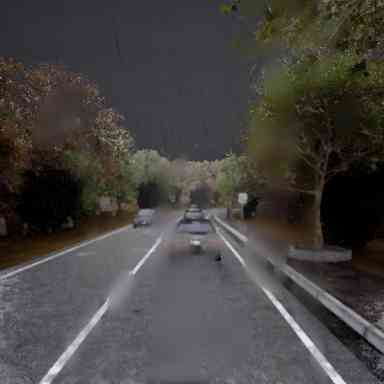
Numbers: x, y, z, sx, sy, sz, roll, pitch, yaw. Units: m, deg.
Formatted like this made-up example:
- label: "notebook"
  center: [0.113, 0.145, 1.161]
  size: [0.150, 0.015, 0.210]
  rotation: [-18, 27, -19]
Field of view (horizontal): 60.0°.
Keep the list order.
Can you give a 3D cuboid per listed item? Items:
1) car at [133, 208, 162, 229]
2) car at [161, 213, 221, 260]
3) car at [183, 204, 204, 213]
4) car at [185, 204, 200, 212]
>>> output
- label: "car"
  center: [-3.541, 2.110, 26.971]
  size: [1.837, 1.490, 4.892]
  rotation: [0, -2, 0]
- label: "car"
  center: [0.119, 1.769, 13.324]
  size: [2.033, 1.411, 5.357]
  rotation: [0, -2, 0]
- label: "car"
  center: [0.175, 2.280, 33.450]
  size: [2.128, 1.511, 4.902]
  rotation: [0, -2, 0]
- label: "car"
  center: [0.187, 3.254, 68.010]
  size: [2.128, 1.511, 4.902]
  rotation: [1, -2, 12]
